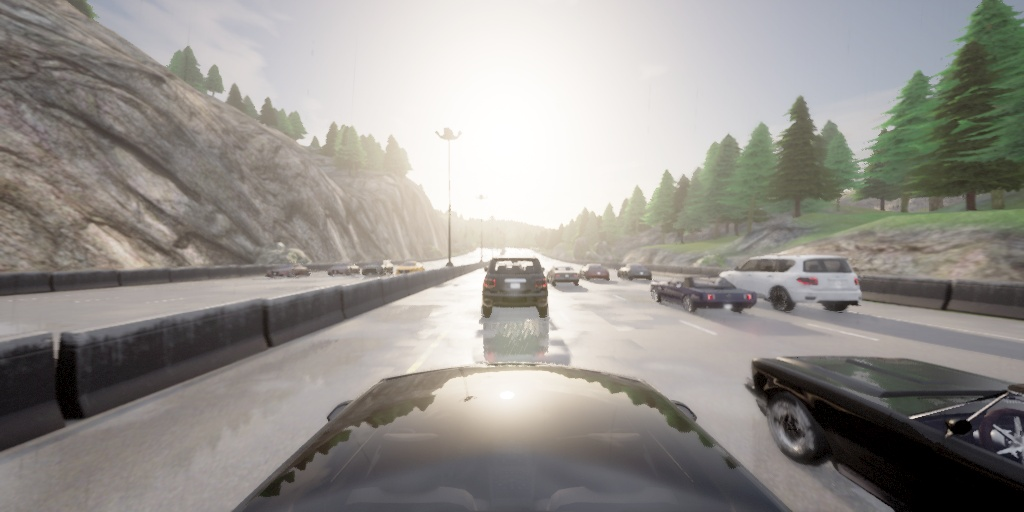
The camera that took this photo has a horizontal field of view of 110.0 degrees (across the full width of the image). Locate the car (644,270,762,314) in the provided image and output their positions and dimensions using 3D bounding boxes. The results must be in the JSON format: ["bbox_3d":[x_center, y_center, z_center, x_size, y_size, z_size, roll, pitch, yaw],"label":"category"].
[{"bbox_3d":[7.102,1.381,14.000,1.895,1.301,4.718,0,0,0],"label":"car"}]

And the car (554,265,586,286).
[{"bbox_3d":[3.601,1.357,25.992,2.033,1.411,5.357,0,0,0],"label":"car"}]

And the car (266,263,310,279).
[{"bbox_3d":[-21.091,1.392,33.895,1.994,1.385,4.181,0,0,0],"label":"car"}]

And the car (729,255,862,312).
[{"bbox_3d":[10.601,1.002,14.338,2.150,2.045,5.566,0,0,0],"label":"car"}]

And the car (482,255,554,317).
[{"bbox_3d":[0.100,1.000,13.471,2.150,2.045,5.566,0,0,0],"label":"car"}]

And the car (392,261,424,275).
[{"bbox_3d":[-10.589,1.314,37.578,1.882,1.535,5.008,0,0,0],"label":"car"}]

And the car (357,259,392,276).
[{"bbox_3d":[-14.087,1.190,37.868,2.097,1.767,4.553,0,0,0],"label":"car"}]

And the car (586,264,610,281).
[{"bbox_3d":[7.101,1.386,31.354,1.994,1.385,4.181,0,0,0],"label":"car"}]

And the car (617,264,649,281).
[{"bbox_3d":[10.601,1.386,31.332,1.994,1.385,4.181,0,0,0],"label":"car"}]

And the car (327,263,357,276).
[{"bbox_3d":[-17.587,1.401,37.690,1.994,1.385,4.181,0,0,0],"label":"car"}]

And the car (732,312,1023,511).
[{"bbox_3d":[3.599,1.352,1.968,1.895,1.301,4.718,0,0,0],"label":"car"}]
